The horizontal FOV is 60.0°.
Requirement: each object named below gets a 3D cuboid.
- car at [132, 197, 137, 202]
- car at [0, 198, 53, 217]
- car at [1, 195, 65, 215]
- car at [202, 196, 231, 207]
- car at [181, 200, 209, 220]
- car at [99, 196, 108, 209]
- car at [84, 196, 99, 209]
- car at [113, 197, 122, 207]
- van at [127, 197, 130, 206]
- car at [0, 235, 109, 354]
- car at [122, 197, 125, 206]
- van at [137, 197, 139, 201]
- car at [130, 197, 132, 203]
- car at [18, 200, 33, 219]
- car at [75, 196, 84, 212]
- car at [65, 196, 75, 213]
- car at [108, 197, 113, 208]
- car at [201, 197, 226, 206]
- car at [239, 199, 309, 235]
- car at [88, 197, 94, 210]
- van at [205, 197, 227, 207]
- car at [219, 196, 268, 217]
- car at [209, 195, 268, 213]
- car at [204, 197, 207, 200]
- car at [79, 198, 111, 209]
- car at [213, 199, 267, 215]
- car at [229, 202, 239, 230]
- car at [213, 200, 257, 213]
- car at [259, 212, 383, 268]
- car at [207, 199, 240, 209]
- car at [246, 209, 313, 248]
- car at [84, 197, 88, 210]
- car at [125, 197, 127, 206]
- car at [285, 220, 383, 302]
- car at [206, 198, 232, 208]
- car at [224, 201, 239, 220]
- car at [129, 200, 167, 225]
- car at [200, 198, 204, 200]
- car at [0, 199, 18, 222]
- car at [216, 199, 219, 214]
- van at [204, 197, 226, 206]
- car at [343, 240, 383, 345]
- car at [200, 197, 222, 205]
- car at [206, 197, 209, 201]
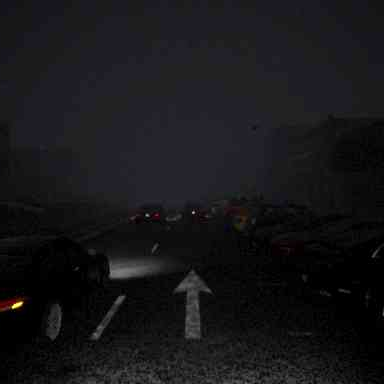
[{"bbox_3d":[-15.763,2.022,73.375,5.566,2.045,2.435,0,-1,0],"label":"car"},{"bbox_3d":[-15.533,1.519,29.271,5.366,1.575,1.946,0,0,0],"label":"car"},{"bbox_3d":[-15.695,1.292,32.025,5.566,2.045,2.435,0,-1,0],"label":"car"},{"bbox_3d":[4.697,1.871,64.987,5.566,2.045,2.435,0,-1,0],"label":"car"},{"bbox_3d":[0.108,1.591,27.971,1.994,1.385,4.181,0,0,0],"label":"car"},{"bbox_3d":[-15.779,1.544,48.557,5.566,2.045,2.435,0,-1,0],"label":"car"},{"bbox_3d":[-15.777,1.614,45.800,4.553,1.767,2.185,0,-1,0],"label":"car"},{"bbox_3d":[-15.954,2.018,59.580,5.366,1.575,1.946,0,-1,0],"label":"car"},{"bbox_3d":[-15.666,1.952,67.859,4.442,1.987,1.878,0,-1,0],"label":"van"},{"bbox_3d":[-2.897,1.524,6.109,1.812,1.442,4.674,0,0,0],"label":"car"},{"bbox_3d":[-15.958,2.072,62.340,5.366,1.575,1.946,0,-1,0],"label":"car"},{"bbox_3d":[-15.922,2.180,81.649,4.442,1.987,1.878,0,-1,0],"label":"van"},{"bbox_3d":[-15.818,2.101,70.614,4.553,1.767,2.185,0,-1,0],"label":"car"},{"bbox_3d":[-15.711,1.550,26.513,4.674,1.452,2.002,0,0,0],"label":"car"},{"bbox_3d":[-15.704,1.351,37.535,5.566,2.045,2.435,0,-1,0],"label":"car"},{"bbox_3d":[-15.699,1.316,34.782,5.566,2.045,2.435,0,-1,0],"label":"car"},{"bbox_3d":[-15.727,1.601,51.314,5.566,2.045,2.435,0,-1,0],"label":"car"},{"bbox_3d":[4.774,2.069,76.221,5.566,2.045,2.435,0,-1,0],"label":"car"},{"bbox_3d":[4.687,1.357,15.094,4.553,1.767,2.185,0,0,0],"label":"car"},{"bbox_3d":[-15.770,1.719,43.040,4.792,1.488,2.163,0,-1,0],"label":"car"},{"bbox_3d":[4.846,1.950,67.885,4.442,1.987,1.878,0,-1,0],"label":"van"},{"bbox_3d":[4.686,1.374,26.217,4.553,1.767,2.185,0,0,0],"label":"car"},{"bbox_3d":[4.690,1.278,31.771,5.566,2.045,2.435,0,-1,0],"label":"car"},{"bbox_3d":[4.728,1.781,48.304,5.008,1.535,2.097,0,-1,0],"label":"car"},{"bbox_3d":[-15.728,1.783,54.068,4.553,1.767,2.185,0,-1,0],"label":"car"},{"bbox_3d":[4.905,1.552,34.547,5.366,1.575,1.946,0,-1,0],"label":"car"},{"bbox_3d":[4.900,1.483,17.756,5.366,1.575,1.946,0,0,0],"label":"car"},{"bbox_3d":[4.717,1.626,37.320,4.674,1.452,2.002,0,-1,0],"label":"car"},{"bbox_3d":[4.718,1.478,9.545,5.008,1.535,2.097,0,0,0],"label":"car"},{"bbox_3d":[4.730,1.843,51.207,4.892,1.521,2.231,0,-1,0],"label":"car"},{"bbox_3d":[4.684,1.510,12.323,4.792,1.488,2.163,0,0,0],"label":"car"},{"bbox_3d":[-15.731,1.640,40.289,5.008,1.535,2.097,0,-1,0],"label":"car"},{"bbox_3d":[-15.775,2.167,65.095,4.674,1.452,2.002,0,-1,0],"label":"car"},{"bbox_3d":[4.706,1.479,6.765,4.892,1.521,2.231,0,0,0],"label":"car"},{"bbox_3d":[4.757,1.890,59.546,4.553,1.767,2.185,0,-1,0],"label":"car"},{"bbox_3d":[4.722,1.490,20.536,4.892,1.521,2.231,0,0,0],"label":"car"},{"bbox_3d":[-2.895,1.562,24.152,2.033,1.411,5.357,0,0,0],"label":"car"},{"bbox_3d":[0.112,1.760,43.005,1.994,1.385,4.181,0,-1,0],"label":"car"},{"bbox_3d":[-15.704,1.500,23.758,5.008,1.535,2.097,0,0,0],"label":"car"},{"bbox_3d":[4.716,1.551,28.994,4.674,1.452,2.002,0,0,0],"label":"car"},{"bbox_3d":[4.852,1.999,70.538,4.442,1.987,1.878,0,-1,0],"label":"van"},{"bbox_3d":[4.740,1.507,3.987,4.792,1.488,2.163,0,0,0],"label":"car"},{"bbox_3d":[4.799,2.197,84.556,5.566,2.045,2.435,0,-1,0],"label":"car"},{"bbox_3d":[4.907,1.669,42.748,5.366,1.575,1.946,0,-1,0],"label":"car"}]
